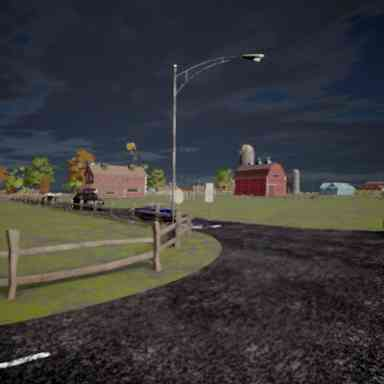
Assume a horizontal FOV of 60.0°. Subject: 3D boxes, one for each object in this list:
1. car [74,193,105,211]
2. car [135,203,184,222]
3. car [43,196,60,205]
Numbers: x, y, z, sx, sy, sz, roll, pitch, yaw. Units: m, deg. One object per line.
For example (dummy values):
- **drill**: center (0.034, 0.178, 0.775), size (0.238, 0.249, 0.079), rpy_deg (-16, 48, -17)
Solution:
- **car**: center (-11.923, 1.101, 38.401), size (2.150, 2.045, 5.566), rpy_deg (1, 0, -36)
- **car**: center (-2.529, 1.524, 25.433), size (1.895, 1.301, 4.718), rpy_deg (1, 0, -36)
- **car**: center (-22.675, 1.406, 53.448), size (1.812, 1.442, 4.674), rpy_deg (1, 0, -36)
